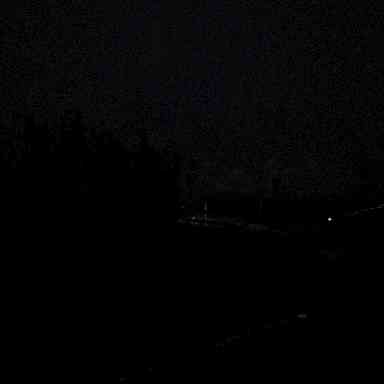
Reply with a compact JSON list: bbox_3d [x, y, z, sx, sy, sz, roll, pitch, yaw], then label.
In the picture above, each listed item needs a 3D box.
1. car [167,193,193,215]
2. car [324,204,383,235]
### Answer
[{"bbox_3d":[-2.057,0.844,28.354,2.150,2.045,5.566,-1,1,-31],"label":"car"},{"bbox_3d":[9.008,1.355,16.036,4.902,1.511,2.128,1,3,37],"label":"car"}]
